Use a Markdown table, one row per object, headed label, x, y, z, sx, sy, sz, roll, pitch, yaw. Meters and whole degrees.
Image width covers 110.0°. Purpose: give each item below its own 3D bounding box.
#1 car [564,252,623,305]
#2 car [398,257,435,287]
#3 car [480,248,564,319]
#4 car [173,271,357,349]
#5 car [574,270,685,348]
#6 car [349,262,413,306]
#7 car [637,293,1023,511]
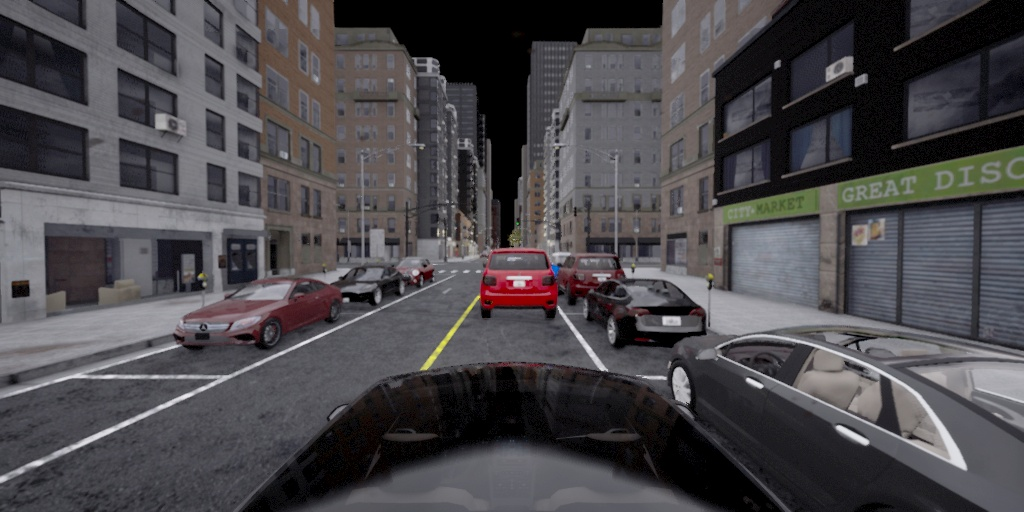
| label | x | y | z | sx | sy | sz | roll | pitch | yaw |
| --- | --- | --- | --- | --- | --- | --- | --- | --- | --- |
| car | 2.943 | 0.793 | 14.101 | 2.192 | 1.841 | 5.009 | 0 | 0 | 0 |
| car | -5.544 | 0.800 | 19.678 | 1.967 | 1.591 | 4.097 | 0 | 0 | 0 |
| car | 0.179 | 0.749 | 11.864 | 2.150 | 2.045 | 5.566 | 0 | 1 | 0 |
| car | -5.622 | 1.183 | 8.631 | 1.802 | 1.307 | 4.207 | 0 | 0 | 0 |
| car | 2.903 | 1.165 | 8.578 | 1.948 | 1.339 | 4.313 | 0 | 0 | 0 |
| car | -5.583 | 1.046 | 14.154 | 1.948 | 1.339 | 4.313 | 0 | 0 | 0 |
| car | 2.864 | 1.270 | 3.056 | 2.007 | 1.370 | 4.403 | 0 | 0 | 0 |
